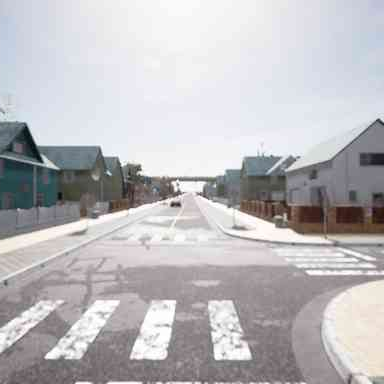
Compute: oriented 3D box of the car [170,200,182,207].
[{"bbox_3d":[-2.858,2.037,59.521,1.895,1.301,4.718,0,0,0],"label":"car"}]
